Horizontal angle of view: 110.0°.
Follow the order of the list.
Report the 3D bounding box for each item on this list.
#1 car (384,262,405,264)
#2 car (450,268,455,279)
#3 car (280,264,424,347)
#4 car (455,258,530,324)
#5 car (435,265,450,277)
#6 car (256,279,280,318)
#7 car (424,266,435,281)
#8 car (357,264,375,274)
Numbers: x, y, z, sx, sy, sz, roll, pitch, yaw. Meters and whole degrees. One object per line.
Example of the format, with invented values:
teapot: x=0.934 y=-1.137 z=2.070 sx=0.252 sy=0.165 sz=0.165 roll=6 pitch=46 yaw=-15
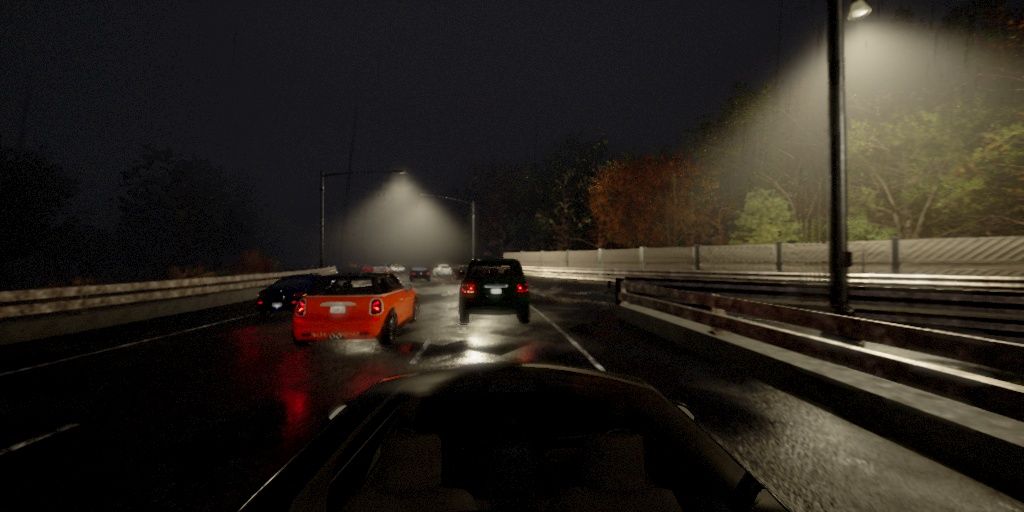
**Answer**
car: x=-17.839 y=2.003 z=54.736 sx=1.895 sy=1.301 sz=4.718 roll=0 pitch=-1 yaw=-29
car: x=-3.899 y=1.610 z=33.396 sx=1.882 sy=1.535 sz=5.008 roll=0 pitch=-1 yaw=-27
car: x=-3.941 y=1.204 z=9.848 sx=2.097 sy=1.767 sz=4.553 roll=0 pitch=-1 yaw=-5
car: x=-0.712 y=1.105 z=12.771 sx=2.150 sy=2.045 sz=5.566 roll=0 pitch=0 yaw=-6
car: x=-8.299 y=1.774 z=42.861 sx=1.812 sy=1.442 sz=4.674 roll=0 pitch=-1 yaw=-22
car: x=-7.858 y=1.430 z=13.814 sx=1.812 sy=1.442 sz=4.674 roll=0 pitch=-1 yaw=-7
car: x=-9.174 y=1.708 z=35.300 sx=2.033 sy=1.411 sz=5.357 roll=0 pitch=-1 yaw=-19
car: x=-22.938 y=1.994 z=56.428 sx=1.994 sy=1.385 sz=4.181 roll=0 pitch=-1 yaw=-31
